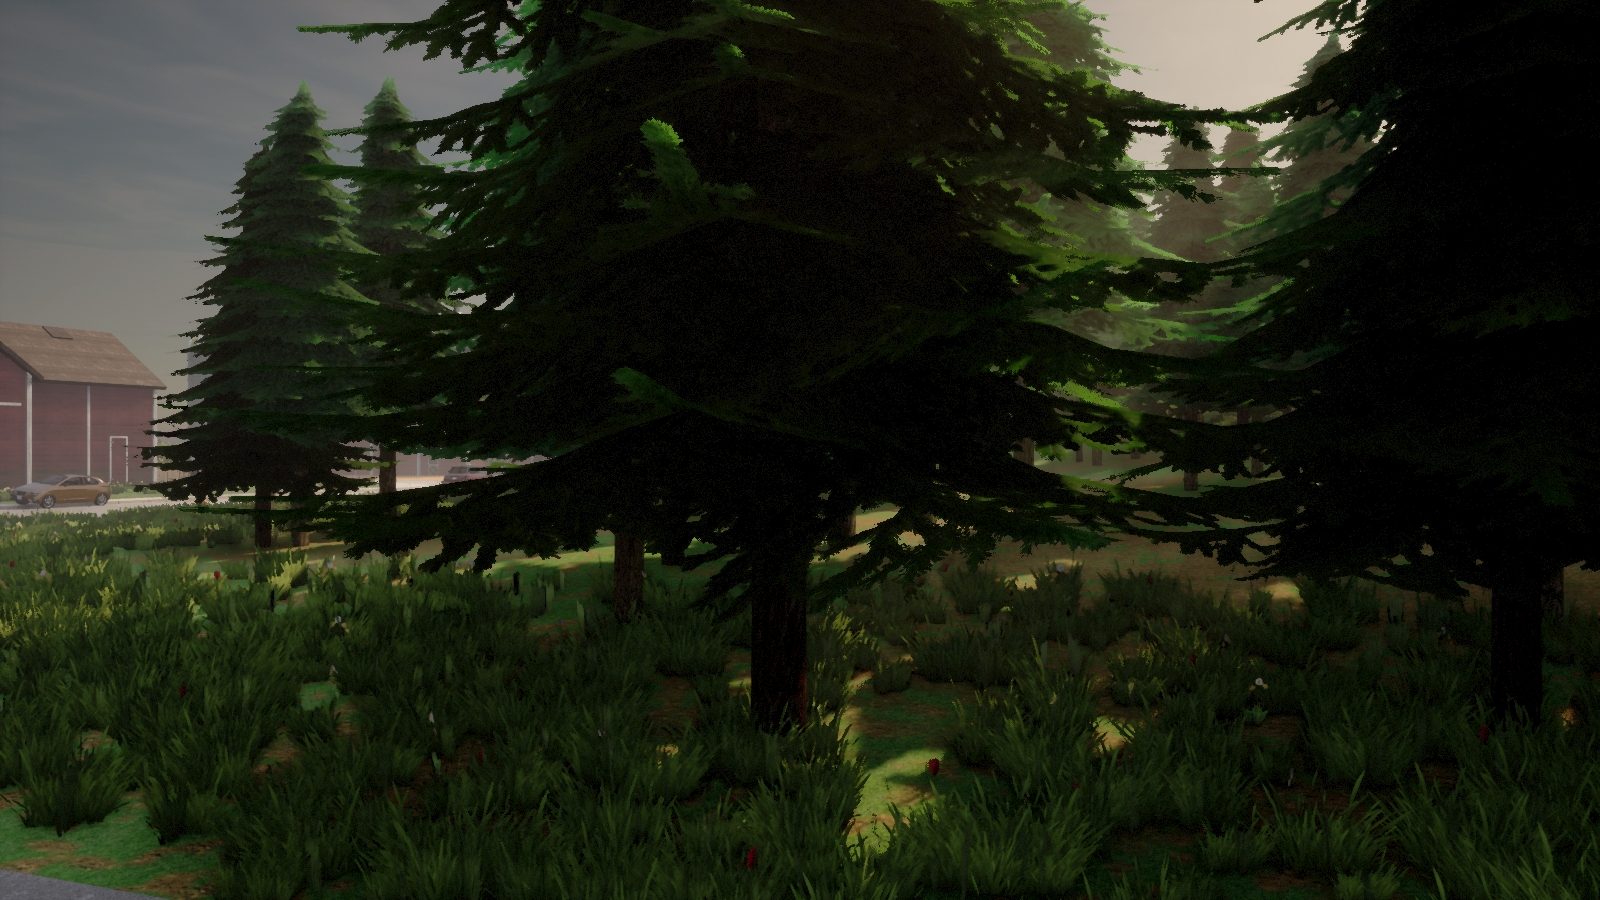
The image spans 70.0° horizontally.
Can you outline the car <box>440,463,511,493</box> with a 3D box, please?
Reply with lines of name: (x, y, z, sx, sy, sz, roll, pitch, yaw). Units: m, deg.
car: (-20.628, 1.766, 72.808, 2.097, 1.767, 4.553, 0, 0, 20)
